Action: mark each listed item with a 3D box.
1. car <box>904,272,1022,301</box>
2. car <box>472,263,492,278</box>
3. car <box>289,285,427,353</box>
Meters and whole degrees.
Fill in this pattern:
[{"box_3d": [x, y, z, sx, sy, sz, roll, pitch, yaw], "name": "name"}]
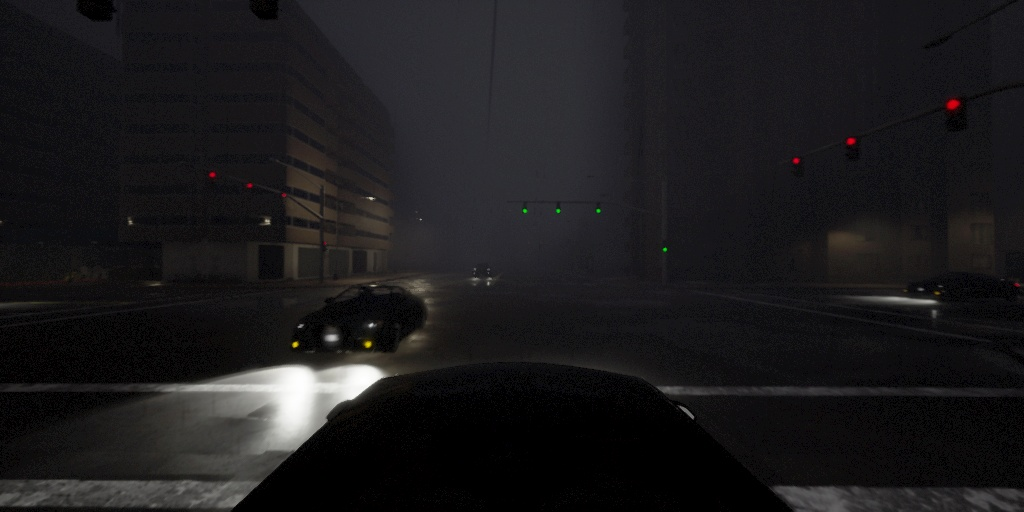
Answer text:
[{"box_3d": [22.874, 1.529, 18.305, 4.181, 1.385, 1.994, 0, -1, 1], "name": "car"}, {"box_3d": [-3.477, 1.584, 42.770, 2.097, 1.767, 4.553, 0, -1, 0], "name": "car"}, {"box_3d": [-3.495, 1.428, 8.936, 1.994, 1.385, 4.181, 0, -1, 0], "name": "car"}]
